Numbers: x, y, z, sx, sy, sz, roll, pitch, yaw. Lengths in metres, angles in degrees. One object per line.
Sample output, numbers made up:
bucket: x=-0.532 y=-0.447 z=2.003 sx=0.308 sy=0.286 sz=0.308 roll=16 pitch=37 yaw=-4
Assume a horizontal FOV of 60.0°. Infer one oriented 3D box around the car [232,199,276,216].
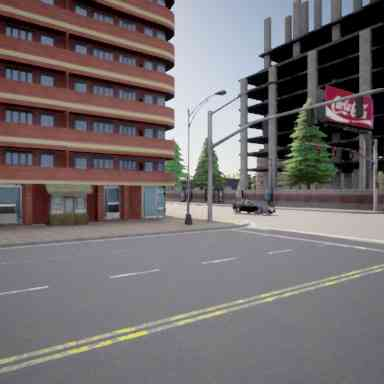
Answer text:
car: x=6.087 y=1.488 z=33.098 sx=2.128 sy=1.511 sz=4.902 roll=0 pitch=0 yaw=-35
